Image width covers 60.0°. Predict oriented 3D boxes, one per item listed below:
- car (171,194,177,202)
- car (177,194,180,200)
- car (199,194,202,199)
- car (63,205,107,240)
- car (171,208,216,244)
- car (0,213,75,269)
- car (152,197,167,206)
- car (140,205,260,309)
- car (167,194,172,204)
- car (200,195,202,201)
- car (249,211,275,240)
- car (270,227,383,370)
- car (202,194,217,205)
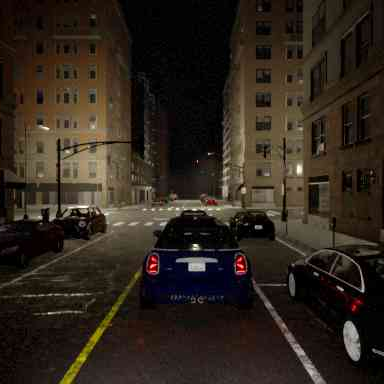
[{"bbox_3d":[-5.368,1.625,80.537,1.752,1.417,4.829,0,0,0],"label":"car"},{"bbox_3d":[-5.319,1.456,91.525,2.192,1.841,5.009,0,0,0],"label":"car"},{"bbox_3d":[3.133,1.523,75.264,1.967,1.590,4.097,0,0,0],"label":"car"},{"bbox_3d":[-5.626,1.441,16.562,1.967,1.590,4.097,0,0,0],"label":"car"},{"bbox_3d":[0.089,1.564,16.610,1.994,1.385,4.181,0,0,1],"label":"car"},{"bbox_3d":[-5.641,1.582,11.061,1.802,1.307,4.206,0,0,0],"label":"car"},{"bbox_3d":[-5.490,1.617,53.665,1.802,1.307,4.206,0,0,0],"label":"car"},{"bbox_3d":[0.099,1.352,8.027,2.097,1.767,4.553,0,0,0],"label":"car"},{"bbox_3d":[-5.440,1.606,64.481,2.008,1.369,4.403,0,0,0],"label":"car"},{"bbox_3d":[3.084,1.606,64.446,2.008,1.369,4.403,0,0,0],"label":"car"},{"bbox_3d":[2.899,1.566,16.538,1.947,1.339,4.313,0,0,0],"label":"car"},{"bbox_3d":[2.869,1.551,5.536,2.008,1.369,4.403,0,0,0],"label":"car"},{"bbox_3d":[3.034,1.476,53.628,1.967,1.590,4.097,0,0,0],"label":"car"}]
